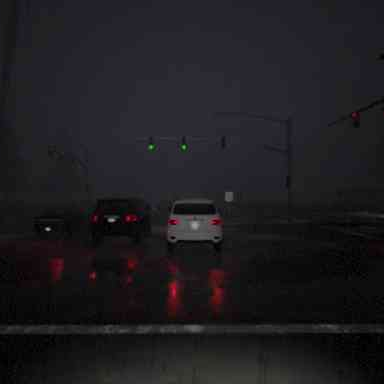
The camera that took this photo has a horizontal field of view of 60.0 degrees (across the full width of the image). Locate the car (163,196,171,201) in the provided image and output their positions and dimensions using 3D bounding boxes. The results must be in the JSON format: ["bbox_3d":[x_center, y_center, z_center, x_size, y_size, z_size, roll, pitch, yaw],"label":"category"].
[{"bbox_3d":[-6.999,1.852,92.769,1.812,1.442,4.674,0,0,0],"label":"car"}]

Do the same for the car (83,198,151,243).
[{"bbox_3d":[-3.398,1.297,16.712,2.150,2.045,5.566,0,0,0],"label":"car"}]

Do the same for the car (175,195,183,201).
[{"bbox_3d":[-3.499,1.683,92.740,2.097,1.767,4.553,0,0,0],"label":"car"}]

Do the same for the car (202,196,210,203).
[{"bbox_3d":[3.501,1.861,82.349,1.837,1.490,4.892,0,0,0],"label":"car"}]

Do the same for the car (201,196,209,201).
[{"bbox_3d":[3.501,1.867,92.769,2.033,1.411,5.357,0,0,0],"label":"car"}]

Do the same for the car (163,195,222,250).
[{"bbox_3d":[0.101,1.289,14.819,2.150,2.045,5.566,0,0,0],"label":"car"}]

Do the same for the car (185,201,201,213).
[{"bbox_3d":[0.100,1.789,41.688,1.895,1.301,4.718,0,0,0],"label":"car"}]

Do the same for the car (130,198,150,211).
[{"bbox_3d":[-6.899,1.680,44.795,1.882,1.535,5.008,0,0,0],"label":"car"}]

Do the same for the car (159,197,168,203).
[{"bbox_3d":[-6.999,1.962,82.795,1.895,1.301,4.718,0,0,0],"label":"car"}]

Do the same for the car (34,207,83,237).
[{"bbox_3d":[-6.899,1.575,18.362,2.128,1.511,4.902,0,0,0],"label":"car"}]

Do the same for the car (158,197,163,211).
[{"bbox_3d":[-3.399,1.762,43.763,1.994,1.385,4.181,0,0,0],"label":"car"}]

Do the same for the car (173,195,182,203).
[{"bbox_3d":[-3.499,1.722,82.736,2.097,1.767,4.553,0,0,0],"label":"car"}]

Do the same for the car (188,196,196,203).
[{"bbox_3d":[0.001,1.886,82.349,2.128,1.511,4.902,0,0,0],"label":"car"}]

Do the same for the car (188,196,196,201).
[{"bbox_3d":[0.001,1.880,92.769,1.994,1.385,4.181,0,0,0],"label":"car"}]
